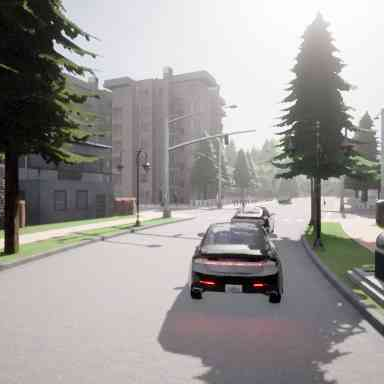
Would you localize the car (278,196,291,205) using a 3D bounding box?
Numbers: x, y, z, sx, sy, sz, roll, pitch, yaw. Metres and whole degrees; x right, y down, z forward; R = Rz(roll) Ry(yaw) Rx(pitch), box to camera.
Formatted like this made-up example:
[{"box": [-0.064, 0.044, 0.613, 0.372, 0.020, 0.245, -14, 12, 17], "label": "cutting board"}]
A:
[{"box": [16.897, 1.512, 60.629, 1.882, 1.535, 5.008, 0, 0, 24], "label": "car"}]

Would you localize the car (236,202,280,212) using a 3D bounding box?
[{"box": [3.230, 1.492, 17.384, 2.128, 1.511, 4.902, 0, 0, 18], "label": "car"}]

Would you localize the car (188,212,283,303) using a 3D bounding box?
[{"box": [1.104, 1.492, 8.277, 2.128, 1.511, 4.902, 0, 0, 9], "label": "car"}]
